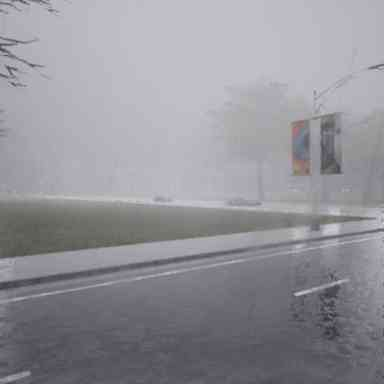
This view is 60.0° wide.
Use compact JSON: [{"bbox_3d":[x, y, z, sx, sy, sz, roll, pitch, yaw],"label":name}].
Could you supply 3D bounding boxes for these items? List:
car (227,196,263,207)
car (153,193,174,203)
[{"bbox_3d":[7.026,1.306,44.886,2.033,1.411,5.357,0,0,-36],"label":"car"},{"bbox_3d":[-5.325,1.063,62.007,2.097,1.767,4.553,0,0,-36],"label":"car"}]
